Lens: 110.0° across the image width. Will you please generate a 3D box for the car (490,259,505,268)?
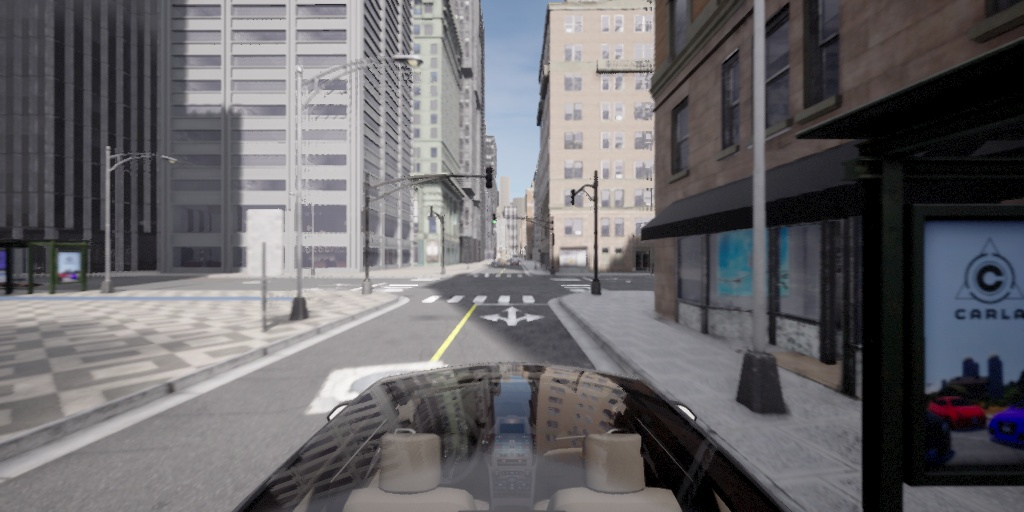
[{"bbox_3d":[-2.663,1.390,61.508,1.994,1.385,4.181,0,0,1],"label":"car"}]
